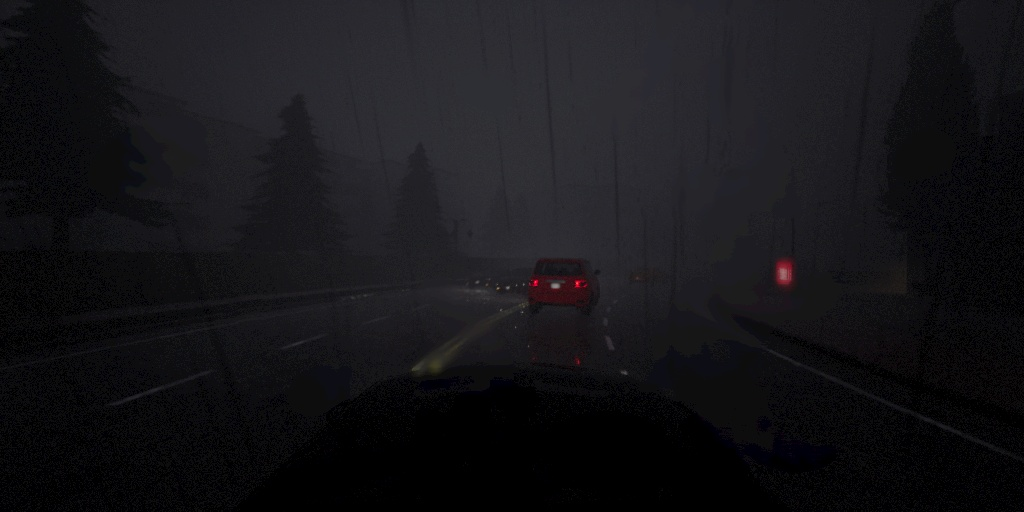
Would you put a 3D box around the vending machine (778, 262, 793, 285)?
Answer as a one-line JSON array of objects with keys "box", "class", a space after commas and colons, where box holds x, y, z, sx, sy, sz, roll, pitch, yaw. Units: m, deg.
[{"box": [22.661, 1.484, 29.674, 0.880, 2.100, 1.100, 0, 0, -35], "class": "vending machine"}]

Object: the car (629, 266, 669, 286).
[{"box": [11.487, 1.608, 29.935, 1.882, 1.535, 5.008, 0, -1, 42], "class": "car"}]

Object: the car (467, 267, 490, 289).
[{"box": [-1.228, 1.467, 24.130, 1.994, 1.385, 4.181, 1, -1, 28], "class": "car"}]

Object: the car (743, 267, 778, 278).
[{"box": [32.939, 2.131, 46.829, 4.181, 1.385, 1.994, 1, 0, -20], "class": "car"}]

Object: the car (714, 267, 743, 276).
[{"box": [30.368, 2.152, 49.614, 4.718, 1.301, 1.895, 1, 0, -20], "class": "car"}]

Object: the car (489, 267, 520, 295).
[{"box": [0.822, 1.410, 20.516, 1.837, 1.490, 4.892, 0, -1, 26], "class": "car"}]

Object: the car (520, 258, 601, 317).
[{"box": [2.205, 1.098, 14.206, 2.150, 2.045, 5.566, 0, -1, 17], "class": "car"}]
